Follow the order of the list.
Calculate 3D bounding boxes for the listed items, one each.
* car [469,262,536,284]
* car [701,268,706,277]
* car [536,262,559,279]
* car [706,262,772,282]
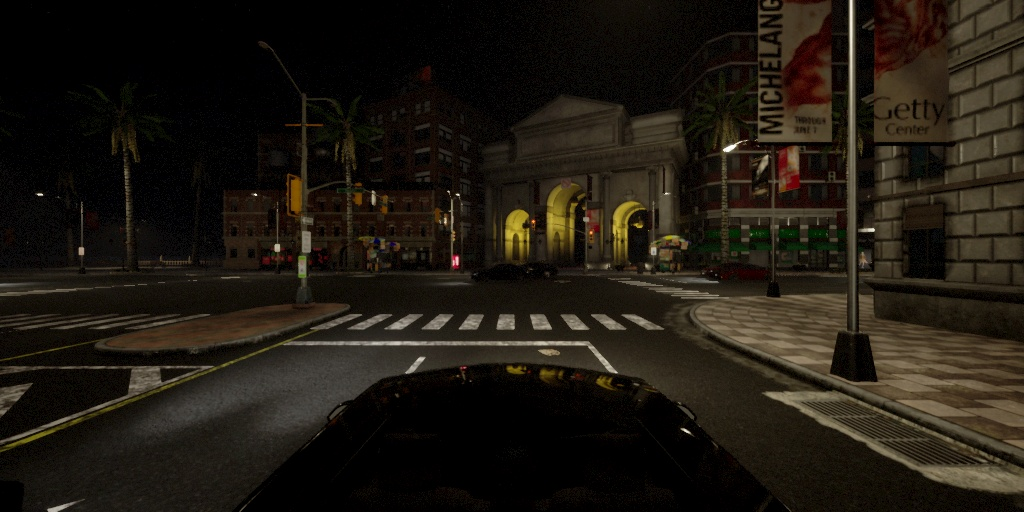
[{"bbox_3d":[-0.886,1.276,27.100,4.674,1.442,1.812,0,0,-19],"label":"car"},{"bbox_3d":[19.327,1.276,31.793,4.674,1.442,1.812,0,0,1],"label":"car"},{"bbox_3d":[1.699,1.255,31.916,4.892,1.490,1.837,0,0,0],"label":"car"},{"bbox_3d":[18.115,1.313,28.299,4.181,1.385,1.994,0,0,1],"label":"car"}]
